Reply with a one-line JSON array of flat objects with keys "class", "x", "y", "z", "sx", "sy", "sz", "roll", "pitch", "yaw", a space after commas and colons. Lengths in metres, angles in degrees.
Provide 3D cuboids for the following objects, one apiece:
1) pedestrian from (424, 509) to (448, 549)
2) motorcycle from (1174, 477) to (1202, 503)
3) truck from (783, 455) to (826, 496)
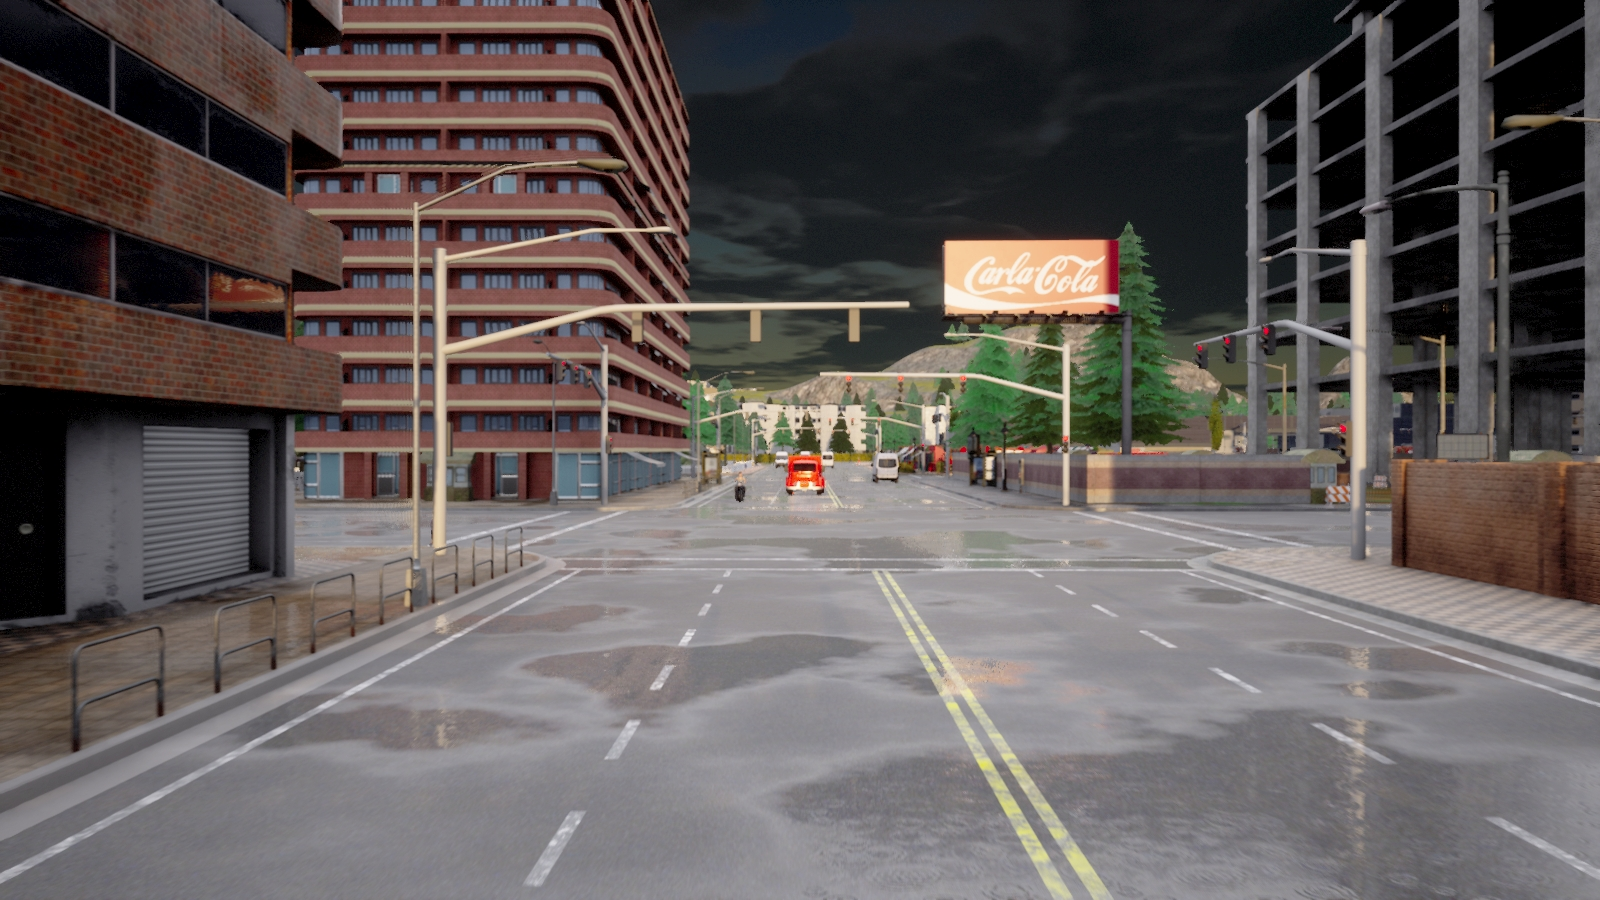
[{"class": "pedestrian", "x": -10.296, "y": 2.237, "z": 32.331, "sx": 0.500, "sy": 1.100, "sz": 0.500, "roll": 0, "pitch": 0, "yaw": 5}, {"class": "motorcycle", "x": 21.043, "y": 2.171, "z": 61.995, "sx": 0.764, "sy": 1.307, "sz": 2.356, "roll": 0, "pitch": 0, "yaw": 0}, {"class": "truck", "x": 0.322, "y": 1.586, "z": 72.469, "sx": 2.627, "sy": 2.467, "sz": 5.204, "roll": 0, "pitch": 0, "yaw": 1}]
